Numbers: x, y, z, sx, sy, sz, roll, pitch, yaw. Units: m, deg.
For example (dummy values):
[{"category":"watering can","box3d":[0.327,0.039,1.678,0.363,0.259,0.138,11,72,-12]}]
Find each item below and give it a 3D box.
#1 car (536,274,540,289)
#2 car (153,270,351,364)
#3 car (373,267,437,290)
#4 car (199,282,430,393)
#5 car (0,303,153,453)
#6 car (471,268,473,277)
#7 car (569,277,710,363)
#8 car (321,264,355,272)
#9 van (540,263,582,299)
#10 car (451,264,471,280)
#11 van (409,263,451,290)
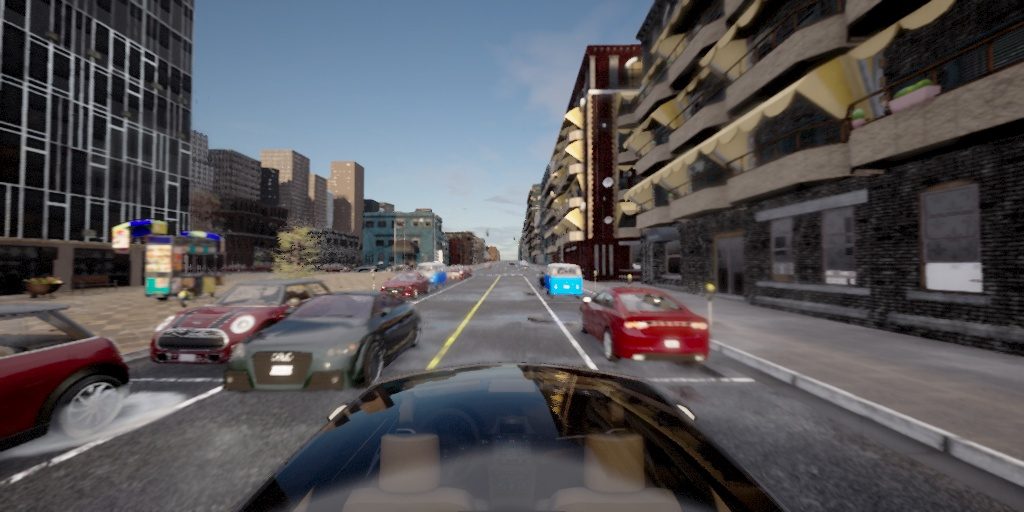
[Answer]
[{"category":"car","box3d":[2.687,1.601,25.206,1.948,1.339,4.313,0,0,0]},{"category":"car","box3d":[-5.658,1.271,8.236,1.967,1.591,4.097,0,0,0]},{"category":"car","box3d":[-5.659,1.513,19.526,1.888,1.381,4.507,0,0,0]},{"category":"car","box3d":[-3.102,1.377,6.826,1.994,1.385,4.181,0,-1,0]},{"category":"car","box3d":[-5.663,1.201,2.589,1.967,1.591,4.097,0,0,0]},{"category":"car","box3d":[-5.663,1.777,42.108,1.888,1.381,4.507,0,0,0]},{"category":"car","box3d":[2.691,1.376,8.270,1.888,1.381,4.507,0,0,0]},{"category":"car","box3d":[-26.382,1.857,53.863,4.097,1.591,1.967,0,0,1]},{"category":"van","box3d":[2.689,1.309,19.560,1.690,1.789,3.998,0,0,0]},{"category":"car","box3d":[-5.662,1.606,36.463,1.967,1.591,4.097,0,0,0]},{"category":"van","box3d":[-5.661,1.375,25.171,1.690,1.789,3.998,0,0,0]}]
